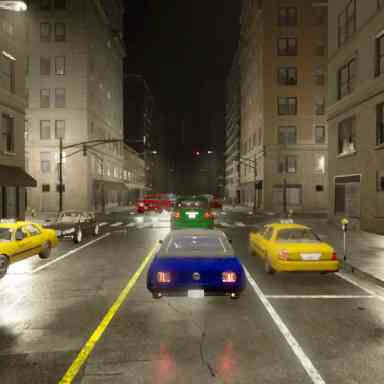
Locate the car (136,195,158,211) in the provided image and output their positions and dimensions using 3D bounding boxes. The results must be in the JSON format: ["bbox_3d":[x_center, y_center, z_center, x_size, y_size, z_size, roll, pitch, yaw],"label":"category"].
[{"bbox_3d":[-5.645,1.328,42.462,2.192,1.841,5.009,0,0,0],"label":"car"}]

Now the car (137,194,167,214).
[{"bbox_3d":[-3.859,1.229,35.338,2.150,2.045,5.566,1,0,13],"label":"car"}]

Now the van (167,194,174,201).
[{"bbox_3d":[-5.618,1.377,86.473,1.690,1.788,3.998,0,0,0],"label":"van"}]

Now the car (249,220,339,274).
[{"bbox_3d":[2.862,1.526,10.326,1.752,1.417,4.829,0,0,0],"label":"car"}]

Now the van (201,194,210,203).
[{"bbox_3d":[2.897,1.368,69.963,1.690,1.788,3.998,0,0,0],"label":"van"}]

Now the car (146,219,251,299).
[{"bbox_3d":[0.087,1.601,8.387,1.895,1.301,4.718,0,0,0],"label":"car"}]

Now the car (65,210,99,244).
[{"bbox_3d":[-5.660,1.552,15.687,2.008,1.369,4.403,0,0,0],"label":"car"}]

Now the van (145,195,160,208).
[{"bbox_3d":[-5.641,1.357,47.962,1.690,1.788,3.998,0,0,0],"label":"van"}]

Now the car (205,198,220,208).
[{"bbox_3d":[2.885,1.582,47.957,1.947,1.339,4.313,0,0,0],"label":"car"}]

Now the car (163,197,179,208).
[{"bbox_3d":[-3.067,1.508,49.475,2.128,1.511,4.902,0,0,0],"label":"car"}]

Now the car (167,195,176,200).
[{"bbox_3d":[-5.615,1.591,91.973,2.008,1.369,4.403,0,0,0],"label":"car"}]

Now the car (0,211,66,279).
[{"bbox_3d":[-5.663,1.526,9.992,1.752,1.417,4.829,0,0,0],"label":"car"}]

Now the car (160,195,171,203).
[{"bbox_3d":[-5.628,1.467,69.968,1.967,1.590,4.097,0,0,0],"label":"car"}]

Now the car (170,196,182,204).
[{"bbox_3d":[-3.016,1.516,63.331,2.128,1.511,4.902,0,0,0],"label":"car"}]

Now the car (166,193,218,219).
[{"bbox_3d":[0.011,1.224,18.153,2.150,2.045,5.566,0,0,0],"label":"car"}]

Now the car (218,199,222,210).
[{"bbox_3d":[2.881,1.557,42.456,1.887,1.381,4.507,0,0,0],"label":"car"}]

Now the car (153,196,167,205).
[{"bbox_3d":[-5.635,1.462,58.965,1.967,1.590,4.097,0,0,0],"label":"car"}]

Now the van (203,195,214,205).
[{"bbox_3d":[2.891,1.363,58.960,1.690,1.788,3.998,0,0,0],"label":"van"}]
